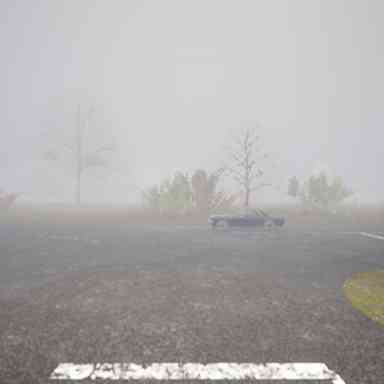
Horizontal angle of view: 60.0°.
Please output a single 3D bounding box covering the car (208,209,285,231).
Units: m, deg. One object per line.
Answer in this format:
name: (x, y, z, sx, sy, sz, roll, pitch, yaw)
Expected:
car: (3.388, 1.762, 21.305, 4.718, 1.301, 1.895, 0, 0, -1)
